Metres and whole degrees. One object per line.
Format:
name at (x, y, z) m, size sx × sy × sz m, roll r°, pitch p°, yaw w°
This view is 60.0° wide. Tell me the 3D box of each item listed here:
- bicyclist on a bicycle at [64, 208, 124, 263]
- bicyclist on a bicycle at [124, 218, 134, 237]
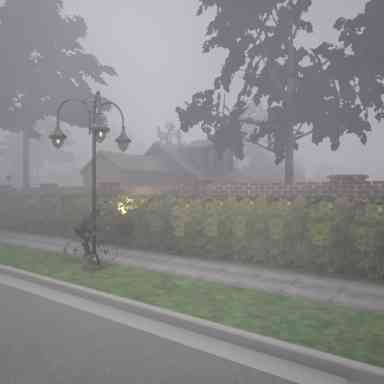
bicyclist on a bicycle at (-3.003, 1.302, 9.866) m, size 1.656 × 1.620 × 0.582 m, roll 0°, pitch 0°, yaw 5°
bicyclist on a bicycle at (-2.829, 1.318, 12.893) m, size 1.620 × 1.656 × 0.582 m, roll -15°, pitch -1°, yaw -19°
